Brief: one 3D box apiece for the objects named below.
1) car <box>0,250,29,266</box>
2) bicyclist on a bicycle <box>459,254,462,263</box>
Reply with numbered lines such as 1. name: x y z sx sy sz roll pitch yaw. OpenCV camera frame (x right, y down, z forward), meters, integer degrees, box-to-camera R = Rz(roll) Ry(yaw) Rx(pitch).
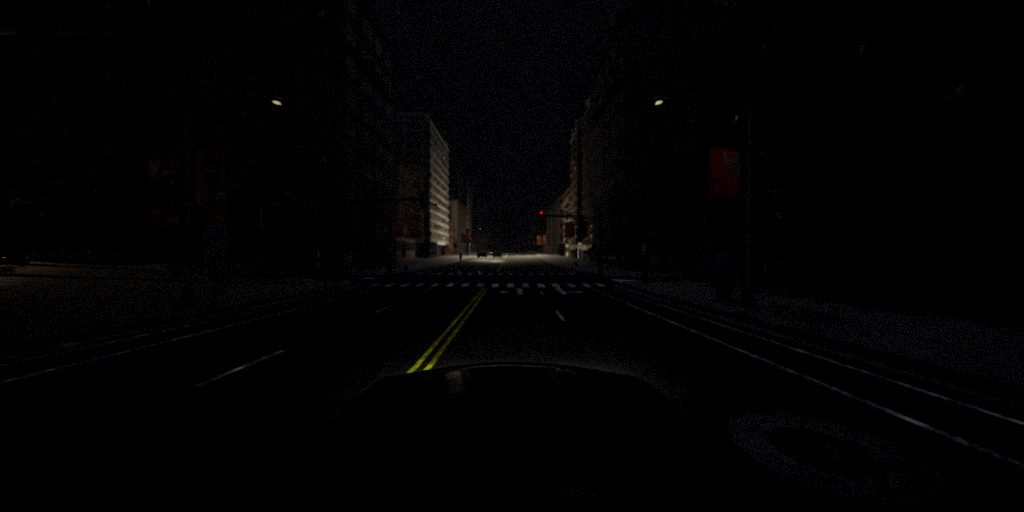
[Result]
1. car: -45.979 0.155 31.892 4.674 1.442 1.812 3 0 0
2. bicyclist on a bicycle: -8.755 0.403 61.109 0.582 1.620 1.656 0 2 0
